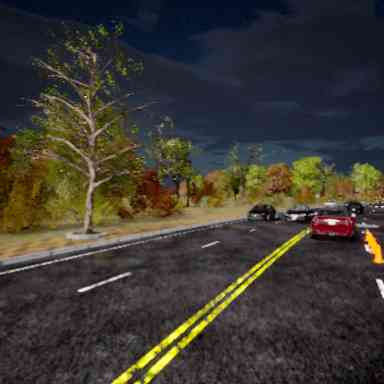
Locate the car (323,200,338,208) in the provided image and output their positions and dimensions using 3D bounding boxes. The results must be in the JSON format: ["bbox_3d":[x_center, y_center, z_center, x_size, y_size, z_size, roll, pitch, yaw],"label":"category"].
[{"bbox_3d":[27.301,2.410,65.426,1.812,1.442,4.674,0,-1,34],"label":"car"}]

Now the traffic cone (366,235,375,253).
[{"bbox_3d":[7.336,2.154,13.410,0.340,0.580,0.340,0,-1,25],"label":"traffic cone"}]

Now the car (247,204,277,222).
[{"bbox_3d":[6.507,1.890,30.568,1.837,1.490,4.892,0,-1,28],"label":"car"}]

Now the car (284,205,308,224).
[{"bbox_3d":[9.426,1.879,29.137,2.128,1.511,4.902,0,-1,28],"label":"car"}]

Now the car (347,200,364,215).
[{"bbox_3d":[21.423,2.103,43.654,1.882,1.535,5.008,0,-1,30],"label":"car"}]

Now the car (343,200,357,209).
[{"bbox_3d":[30.746,2.389,64.721,1.837,1.490,4.892,0,-1,34],"label":"car"}]

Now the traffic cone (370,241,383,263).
[{"bbox_3d":[6.500,2.128,11.593,0.340,0.580,0.340,0,-1,25],"label":"traffic cone"}]

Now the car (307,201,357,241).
[{"bbox_3d":[7.986,1.614,18.698,2.097,1.767,4.553,0,-1,26],"label":"car"}]

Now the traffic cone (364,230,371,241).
[{"bbox_3d":[8.171,2.179,15.227,0.340,0.580,0.340,0,-1,25],"label":"traffic cone"}]
